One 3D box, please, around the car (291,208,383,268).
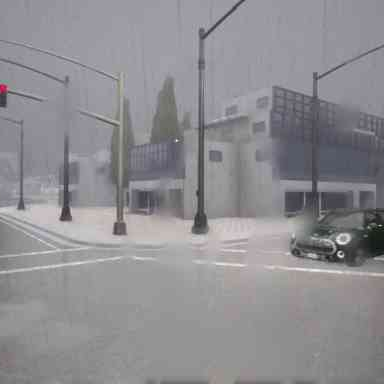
[{"bbox_3d":[5.491,1.383,11.590,4.553,1.767,2.097,0,0,-37],"label":"car"}]
